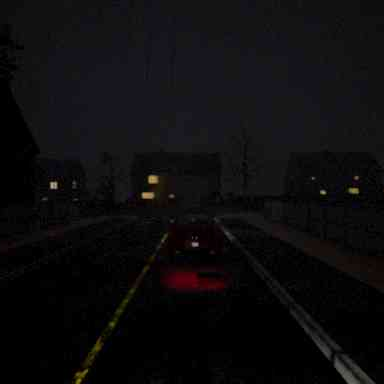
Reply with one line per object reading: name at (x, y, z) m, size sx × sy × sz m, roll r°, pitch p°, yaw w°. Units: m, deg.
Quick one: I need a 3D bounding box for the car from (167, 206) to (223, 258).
car at (0.103, 1.518, 13.066) m, size 1.882 × 1.535 × 5.008 m, roll 0°, pitch 0°, yaw 0°

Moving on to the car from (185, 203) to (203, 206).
car at (0.157, 1.591, 24.311) m, size 1.837 × 1.490 × 4.892 m, roll 0°, pitch 0°, yaw 2°
